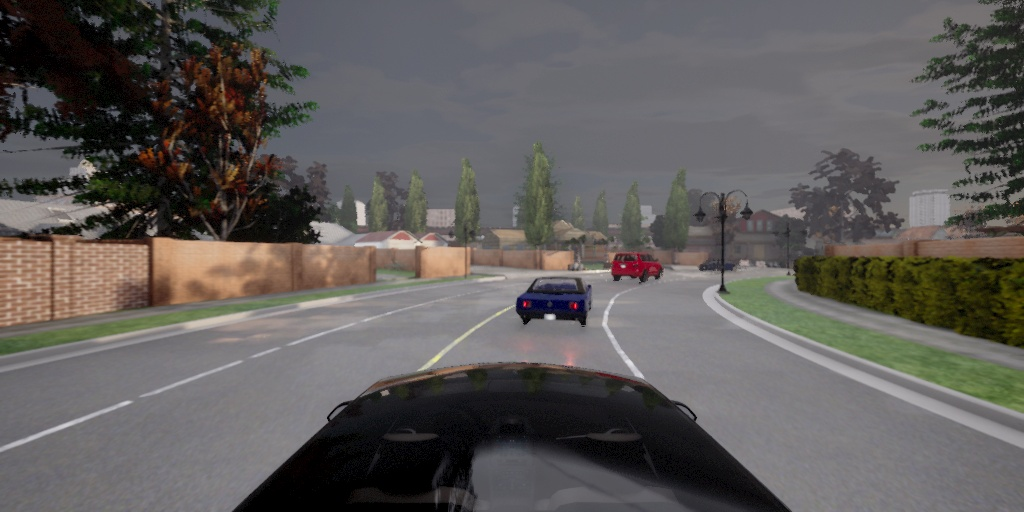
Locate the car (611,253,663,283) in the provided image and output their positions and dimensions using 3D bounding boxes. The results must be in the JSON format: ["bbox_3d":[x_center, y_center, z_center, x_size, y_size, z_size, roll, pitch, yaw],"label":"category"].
[{"bbox_3d":[9.165,0.787,26.094,2.150,2.045,5.566,0,0,39],"label":"car"}]

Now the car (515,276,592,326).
[{"bbox_3d":[1.553,1.278,11.428,1.895,1.301,4.718,0,0,15],"label":"car"}]

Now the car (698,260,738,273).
[{"bbox_3d":[22.967,1.113,40.004,4.181,1.385,1.994,0,0,-20],"label":"car"}]
